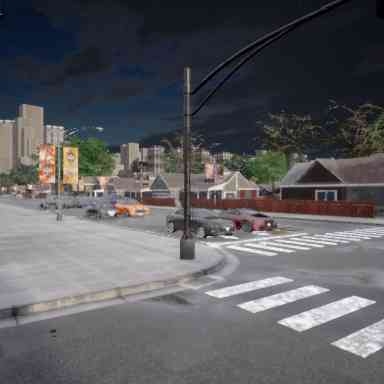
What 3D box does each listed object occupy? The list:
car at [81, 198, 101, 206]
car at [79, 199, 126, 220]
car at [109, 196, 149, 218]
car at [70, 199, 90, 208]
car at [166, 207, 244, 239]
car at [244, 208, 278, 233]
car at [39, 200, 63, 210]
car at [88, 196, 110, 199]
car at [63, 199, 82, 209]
[{"bbox_3d":[-19.115,1.906,62.605,2.033,1.411,5.357,0,0,-35],"label":"car"},{"bbox_3d":[-8.228,1.666,30.298,2.128,1.511,4.902,0,0,-35],"label":"car"},{"bbox_3d":[-6.053,1.529,32.849,2.097,1.767,4.553,0,0,-35],"label":"car"},{"bbox_3d":[-19.431,1.886,57.591,2.033,1.411,5.357,0,0,-34],"label":"car"},{"bbox_3d":[0.349,1.587,18.233,1.837,1.490,4.892,0,0,-35],"label":"car"},{"bbox_3d":[3.072,1.645,20.144,1.994,1.385,4.181,0,0,-38],"label":"car"},{"bbox_3d":[-20.842,1.850,48.206,2.033,1.411,5.357,0,0,-35],"label":"car"},{"bbox_3d":[-13.382,1.785,49.106,1.837,1.490,4.892,0,0,-35],"label":"car"},{"bbox_3d":[-18.067,1.866,49.905,1.994,1.385,4.181,0,0,-35],"label":"car"}]
